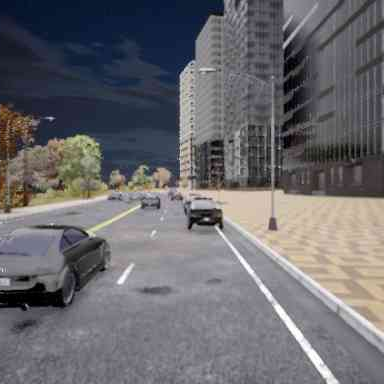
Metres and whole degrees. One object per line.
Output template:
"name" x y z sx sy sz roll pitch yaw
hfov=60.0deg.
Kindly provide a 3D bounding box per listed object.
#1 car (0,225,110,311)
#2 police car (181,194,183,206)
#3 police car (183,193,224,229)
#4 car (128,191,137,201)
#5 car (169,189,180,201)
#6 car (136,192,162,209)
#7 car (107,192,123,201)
"car" -3.236 1.440 7.577 1.994 1.385 4.181 0 1 -1
"police car" 0.251 0.948 29.242 1.930 1.638 5.238 0 1 -3
"police car" 0.654 1.109 19.158 1.930 1.638 5.238 0 1 -2
"car" -8.832 0.669 52.238 2.128 1.511 4.902 0 1 -4
"car" -2.446 0.669 54.594 1.812 1.442 4.674 0 1 -5
"car" -4.166 0.936 34.385 2.128 1.511 4.902 0 1 -3
"car" -12.142 0.735 52.774 1.994 1.385 4.181 0 1 -4
